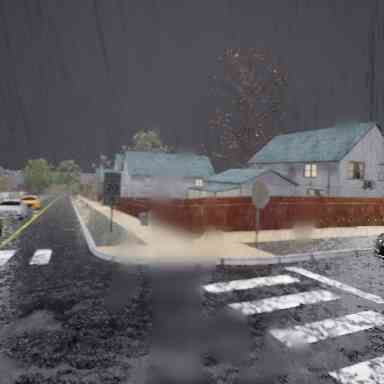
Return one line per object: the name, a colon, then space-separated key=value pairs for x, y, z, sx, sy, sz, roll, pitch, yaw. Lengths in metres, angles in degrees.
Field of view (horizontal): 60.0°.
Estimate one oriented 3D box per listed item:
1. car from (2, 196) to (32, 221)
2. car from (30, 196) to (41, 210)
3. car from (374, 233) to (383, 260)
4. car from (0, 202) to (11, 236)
car: x=-13.276 y=1.259 z=24.534 sx=1.812 sy=1.442 sz=4.674 roll=1 pitch=0 yaw=-20
car: x=-17.697 y=1.146 z=36.411 sx=1.882 sy=1.535 sz=5.008 roll=1 pitch=0 yaw=-20
car: x=7.880 y=1.512 z=10.289 sx=4.902 sy=1.511 sz=2.128 roll=1 pitch=3 yaw=-24
car: x=-9.108 y=1.353 z=13.992 sx=2.033 sy=1.411 sz=5.357 roll=1 pitch=0 yaw=-25
